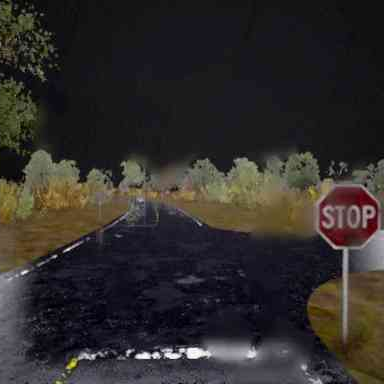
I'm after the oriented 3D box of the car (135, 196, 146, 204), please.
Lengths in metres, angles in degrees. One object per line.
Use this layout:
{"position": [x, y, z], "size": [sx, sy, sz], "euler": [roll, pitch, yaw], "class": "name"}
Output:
{"position": [-9.589, 1.447, 61.527], "size": [2.128, 1.511, 4.902], "euler": [0, 0, -11], "class": "car"}
